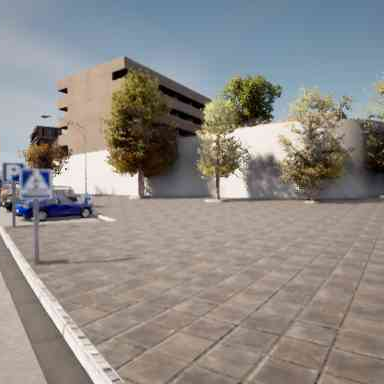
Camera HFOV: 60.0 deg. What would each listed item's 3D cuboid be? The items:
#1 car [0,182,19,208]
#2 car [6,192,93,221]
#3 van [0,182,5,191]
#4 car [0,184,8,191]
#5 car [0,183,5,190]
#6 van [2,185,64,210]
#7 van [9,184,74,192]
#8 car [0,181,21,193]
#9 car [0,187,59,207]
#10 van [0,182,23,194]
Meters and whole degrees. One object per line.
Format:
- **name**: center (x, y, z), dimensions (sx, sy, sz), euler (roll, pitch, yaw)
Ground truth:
- **car**: center (-12.113, 0.521, 26.656), dimensions (2.435, 2.045, 5.566), euler (3, 2, 37)
- **car**: center (-8.844, 0.988, 21.661), dimensions (2.097, 1.535, 5.008), euler (2, 1, 37)
- **van**: center (-45.621, -1.350, 76.337), dimensions (1.878, 1.987, 4.442), euler (2, 1, 36)
- **car**: center (-43.990, -1.073, 73.804), dimensions (1.946, 1.575, 5.366), euler (2, 1, 36)
- **car**: center (-47.255, -1.295, 78.893), dimensions (2.185, 1.767, 4.553), euler (1, 0, 36)
- **van**: center (-13.801, 0.438, 29.099), dimensions (1.878, 1.987, 4.442), euler (3, 2, 37)
- **van**: center (-10.399, 0.655, 24.265), dimensions (1.878, 1.987, 4.442), euler (2, 1, 37)
- **car**: center (-33.769, -0.870, 59.137), dimensions (2.435, 2.045, 5.566), euler (2, 1, 36)
- **car**: center (-15.394, 0.430, 31.689), dimensions (2.185, 1.767, 4.553), euler (2, 1, 37)
- **van**: center (-30.334, -0.645, 54.273), dimensions (1.878, 1.987, 4.442), euler (2, 1, 36)
